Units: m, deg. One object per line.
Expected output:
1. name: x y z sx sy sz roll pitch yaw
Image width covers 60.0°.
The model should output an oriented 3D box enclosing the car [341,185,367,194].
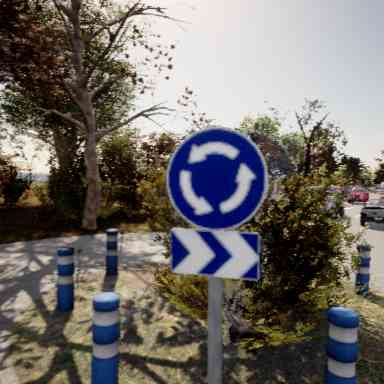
1. car: 40.994 -0.748 84.052 5.566 2.045 2.435 3 3 31

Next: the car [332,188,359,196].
1. car: 32.174 -0.073 69.745 4.792 1.488 2.163 3 3 31

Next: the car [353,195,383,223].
1. car: 10.891 1.163 19.145 2.128 1.511 4.902 3 2 32

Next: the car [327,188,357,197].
1. car: 29.196 0.033 64.802 5.008 1.535 2.097 3 3 31

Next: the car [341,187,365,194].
1. car: 39.550 -0.432 81.778 4.892 1.521 2.231 3 3 31

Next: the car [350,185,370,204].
1. car: 22.010 0.506 43.734 2.150 2.045 5.566 3 3 32

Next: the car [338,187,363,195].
1. car: 36.619 -0.297 76.953 4.892 1.521 2.231 3 3 31

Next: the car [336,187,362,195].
1. car: 35.148 -0.232 74.543 5.008 1.535 2.097 3 3 31

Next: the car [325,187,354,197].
1. car: 27.697 -0.028 62.407 4.553 1.767 2.185 3 3 31

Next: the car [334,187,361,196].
1. car: 33.676 -0.167 72.135 5.008 1.535 2.097 3 3 31

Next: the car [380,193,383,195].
1. car: 25.967 0.738 43.812 2.097 1.767 4.553 3 3 32
